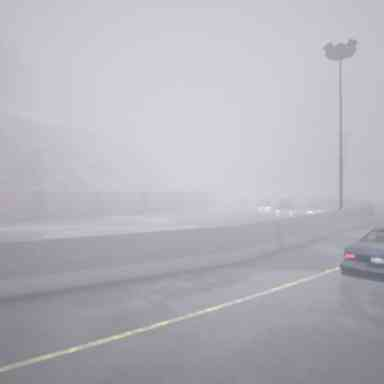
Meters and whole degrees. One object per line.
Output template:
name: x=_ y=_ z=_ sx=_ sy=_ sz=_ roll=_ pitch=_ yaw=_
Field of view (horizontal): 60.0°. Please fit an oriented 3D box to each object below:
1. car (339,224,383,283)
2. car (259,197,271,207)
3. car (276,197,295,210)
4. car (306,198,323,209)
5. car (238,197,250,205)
car: x=5.903 y=1.555 z=9.033 sx=5.357 sy=1.411 sz=2.033 roll=0 pitch=0 yaw=-43
car: x=12.046 y=1.614 z=55.029 sx=2.128 sy=1.511 sz=4.902 roll=0 pitch=0 yaw=12
car: x=12.379 y=1.439 z=43.843 sx=2.097 sy=1.767 sz=4.553 roll=0 pitch=0 yaw=20
car: x=16.825 y=1.572 z=45.896 sx=2.128 sy=1.511 sz=4.902 roll=0 pitch=0 yaw=17
car: x=9.519 y=1.656 z=61.286 sx=1.837 sy=1.490 sz=4.892 roll=0 pitch=-1 yaw=6
